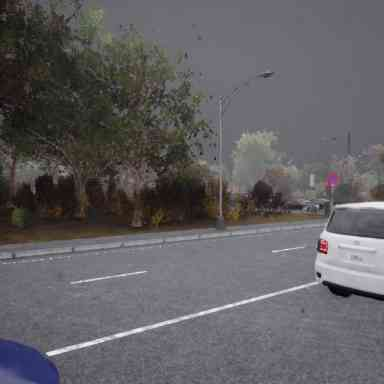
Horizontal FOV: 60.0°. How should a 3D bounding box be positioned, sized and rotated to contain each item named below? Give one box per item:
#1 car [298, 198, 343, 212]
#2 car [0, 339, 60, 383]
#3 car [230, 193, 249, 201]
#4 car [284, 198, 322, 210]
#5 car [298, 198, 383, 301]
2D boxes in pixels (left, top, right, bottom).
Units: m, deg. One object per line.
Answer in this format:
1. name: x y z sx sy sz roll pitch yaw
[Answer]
1. car: 15.569 1.491 40.540 2.128 1.511 4.902 0 0 -32
2. car: -3.070 1.526 1.553 4.674 1.442 1.812 0 0 -36
3. car: 7.294 1.213 47.085 2.150 2.045 5.566 0 0 -32
4. car: 12.539 1.491 38.756 2.128 1.511 4.902 0 0 -33
5. car: 5.050 1.221 7.356 5.566 2.045 2.150 0 0 -35
